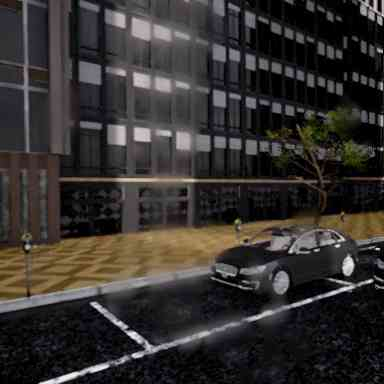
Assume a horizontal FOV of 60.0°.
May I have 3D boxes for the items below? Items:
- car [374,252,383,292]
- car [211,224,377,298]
[{"bbox_3d":[6.019,1.463,7.577,4.902,1.511,2.128,0,0,-36],"label":"car"},{"bbox_3d":[2.468,1.531,8.351,4.403,1.369,2.008,0,0,-36],"label":"car"}]
